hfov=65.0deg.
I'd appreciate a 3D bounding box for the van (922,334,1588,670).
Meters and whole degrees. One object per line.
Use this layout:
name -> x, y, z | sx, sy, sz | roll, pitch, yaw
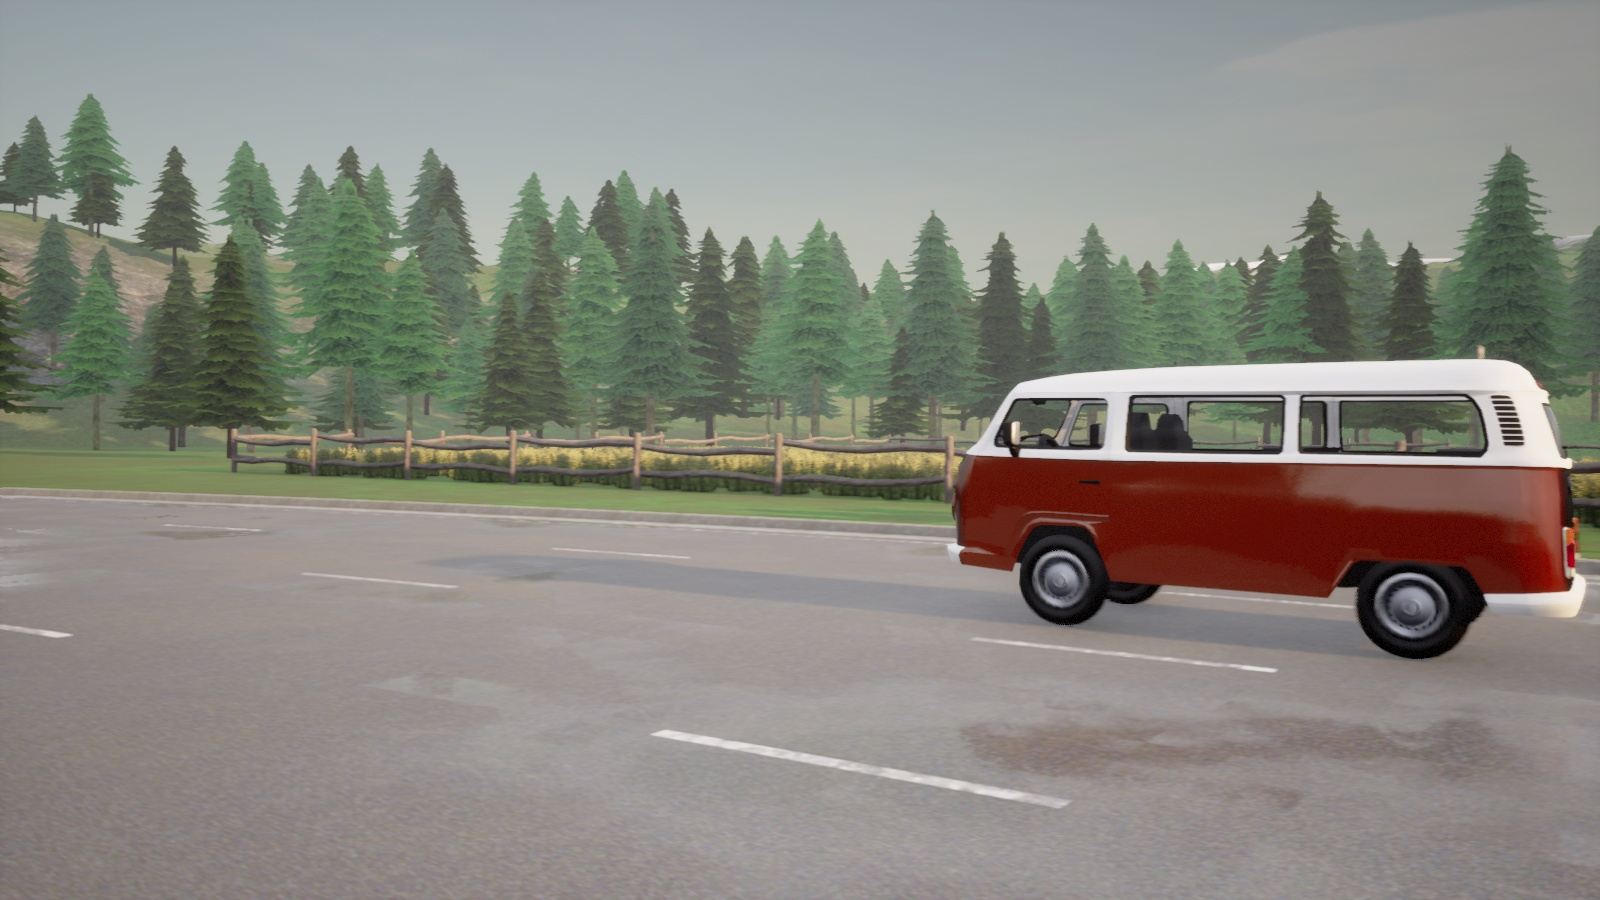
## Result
van -> 3.424, 0.291, 9.708 | 4.480, 2.038, 2.069 | 0, 1, 33
